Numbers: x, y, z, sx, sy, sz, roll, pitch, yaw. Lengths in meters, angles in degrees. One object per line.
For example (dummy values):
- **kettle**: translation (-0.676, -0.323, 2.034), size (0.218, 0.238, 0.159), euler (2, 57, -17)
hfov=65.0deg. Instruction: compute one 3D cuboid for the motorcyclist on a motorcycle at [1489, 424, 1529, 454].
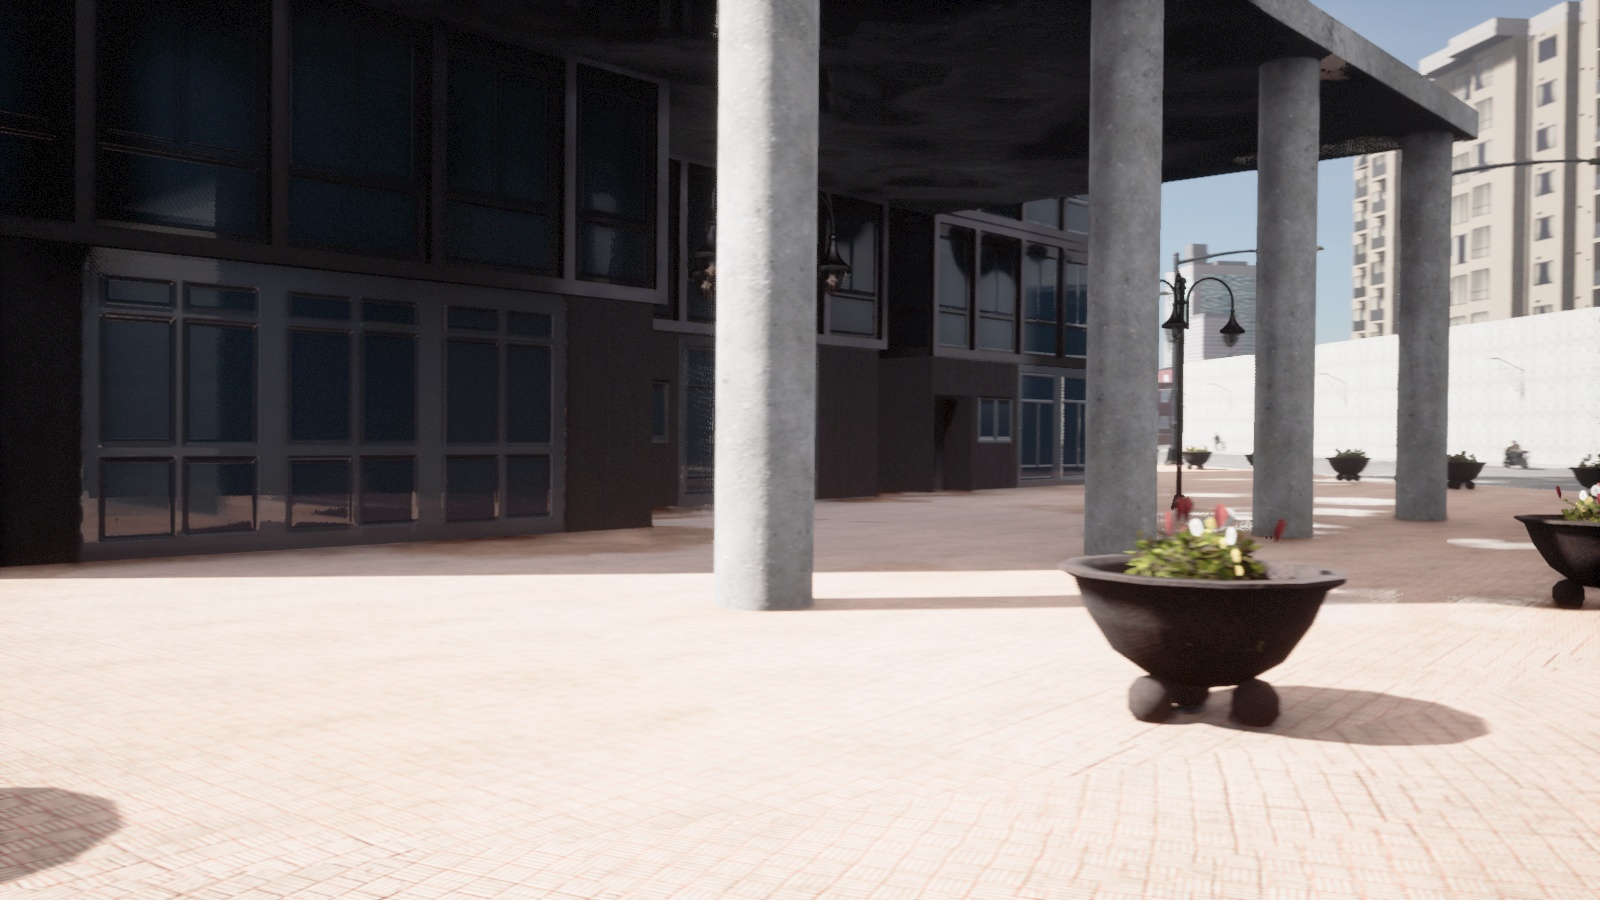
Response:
- **motorcyclist on a motorcycle**: translation (36.690, -0.563, 64.997), size (0.797, 1.523, 2.044), euler (-1, 1, -5)
